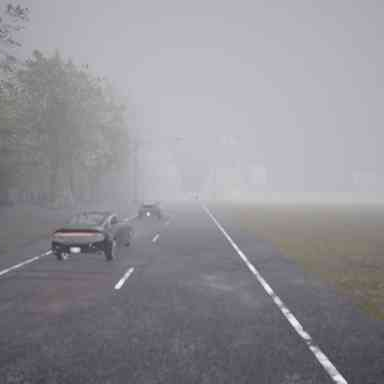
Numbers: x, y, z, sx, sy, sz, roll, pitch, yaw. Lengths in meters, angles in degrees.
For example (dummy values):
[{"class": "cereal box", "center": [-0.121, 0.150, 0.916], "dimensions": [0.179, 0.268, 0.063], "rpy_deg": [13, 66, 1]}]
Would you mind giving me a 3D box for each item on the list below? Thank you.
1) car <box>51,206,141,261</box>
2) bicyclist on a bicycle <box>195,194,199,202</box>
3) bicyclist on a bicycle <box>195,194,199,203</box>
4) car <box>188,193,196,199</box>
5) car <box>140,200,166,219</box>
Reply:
[{"class": "car", "center": [-3.392, 1.466, 12.102], "dimensions": [2.128, 1.511, 4.902], "rpy_deg": [0, 0, 0]}, {"class": "bicyclist on a bicycle", "center": [1.013, 1.289, 71.504], "dimensions": [0.866, 1.612, 1.509], "rpy_deg": [0, 0, 0]}, {"class": "bicyclist on a bicycle", "center": [1.004, 1.324, 62.027], "dimensions": [0.582, 1.620, 1.656], "rpy_deg": [0, 0, 0]}, {"class": "car", "center": [0.059, 1.238, 88.739], "dimensions": [1.994, 1.385, 4.181], "rpy_deg": [0, 0, 0]}, {"class": "car", "center": [-3.383, 1.446, 28.159], "dimensions": [1.837, 1.490, 4.892], "rpy_deg": [0, 0, 0]}]
